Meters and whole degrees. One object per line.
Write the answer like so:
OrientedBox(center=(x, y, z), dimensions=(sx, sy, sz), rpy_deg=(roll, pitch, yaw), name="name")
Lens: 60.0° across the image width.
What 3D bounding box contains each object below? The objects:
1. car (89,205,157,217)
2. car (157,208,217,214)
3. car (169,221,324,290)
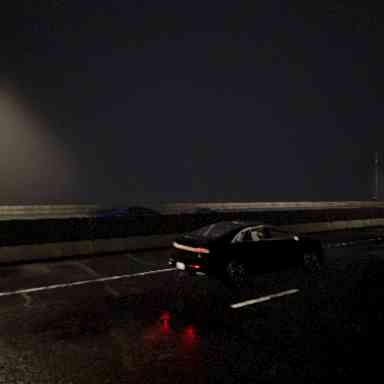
OrientedBox(center=(-4.199, 1.642, 22.514), dimensions=(4.674, 1.442, 1.812), rpy_deg=(1, -1, -35), name="car")
OrientedBox(center=(0.255, 1.702, 21.377), dimensions=(4.181, 1.385, 1.994), rpy_deg=(1, 0, -35), name="car")
OrientedBox(center=(1.703, 1.560, 9.302), dimensions=(4.902, 1.511, 2.128), rpy_deg=(1, 0, -35), name="car")
